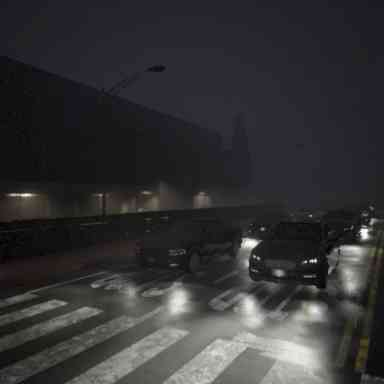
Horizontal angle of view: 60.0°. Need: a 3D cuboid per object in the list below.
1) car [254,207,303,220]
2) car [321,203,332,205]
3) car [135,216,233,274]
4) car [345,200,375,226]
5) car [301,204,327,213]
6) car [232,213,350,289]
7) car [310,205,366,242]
[{"bbox_3d":[4.742,1.791,19.262,1.994,1.385,4.181,-1,-1,31],"label":"car"},{"bbox_3d":[14.288,1.906,35.425,1.994,1.385,4.181,-1,-1,29],"label":"car"},{"bbox_3d":[0.120,1.651,11.544,1.882,1.535,5.008,-1,-1,31],"label":"car"},{"bbox_3d":[12.536,1.572,25.518,2.097,1.767,4.553,-1,-1,31],"label":"car"},{"bbox_3d":[9.280,1.881,26.854,1.895,1.301,4.718,-1,-1,31],"label":"car"},{"bbox_3d":[3.176,1.600,9.740,2.128,1.511,4.902,-1,-1,29],"label":"car"},{"bbox_3d":[7.900,1.670,17.729,1.837,1.490,4.892,-1,-1,31],"label":"car"}]
